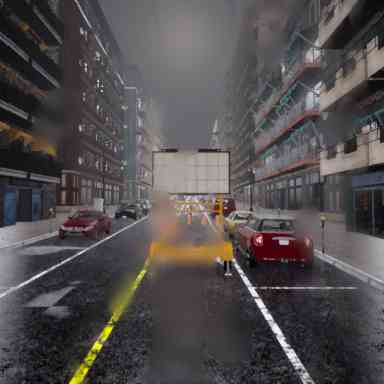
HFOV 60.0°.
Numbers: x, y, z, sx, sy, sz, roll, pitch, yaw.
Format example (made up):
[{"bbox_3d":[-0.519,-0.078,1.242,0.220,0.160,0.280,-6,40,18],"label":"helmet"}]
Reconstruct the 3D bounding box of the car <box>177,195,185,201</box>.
[{"bbox_3d":[-2.747,1.595,84.866,1.812,1.442,4.674,0,0,0],"label":"car"}]

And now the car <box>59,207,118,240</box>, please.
[{"bbox_3d":[-5.290,1.593,16.978,1.802,1.307,4.206,2,0,0],"label":"car"}]

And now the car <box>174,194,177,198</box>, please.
[{"bbox_3d":[-5.286,1.588,79.117,1.752,1.417,4.829,2,0,0],"label":"car"}]

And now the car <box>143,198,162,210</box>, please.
[{"bbox_3d":[-5.288,1.584,45.301,2.008,1.369,4.403,2,0,0],"label":"car"}]

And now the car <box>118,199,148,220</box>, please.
[{"bbox_3d":[-5.289,1.585,28.308,1.947,1.339,4.313,2,0,0],"label":"car"}]

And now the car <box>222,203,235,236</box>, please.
[{"bbox_3d":[2.591,1.537,17.143,1.752,1.417,4.829,2,0,0],"label":"car"}]

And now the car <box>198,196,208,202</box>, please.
[{"bbox_3d":[2.593,1.614,79.281,2.008,1.369,4.403,2,0,0],"label":"car"}]

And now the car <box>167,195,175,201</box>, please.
[{"bbox_3d":[-5.285,1.595,84.782,1.752,1.417,4.829,2,0,0],"label":"car"}]

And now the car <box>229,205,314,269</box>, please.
[{"bbox_3d":[2.594,1.448,11.309,1.967,1.590,4.097,2,0,0],"label":"car"}]

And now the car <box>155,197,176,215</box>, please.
[{"bbox_3d":[-2.849,1.549,34.357,1.812,1.442,4.674,0,0,0],"label":"car"}]

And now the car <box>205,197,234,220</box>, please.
[{"bbox_3d":[2.598,1.334,28.302,2.192,1.841,5.009,2,0,0],"label":"car"}]

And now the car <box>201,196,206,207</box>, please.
[{"bbox_3d":[2.593,1.558,45.466,1.752,1.417,4.829,2,0,0],"label":"car"}]

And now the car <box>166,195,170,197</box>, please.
[{"bbox_3d":[-5.287,1.586,56.631,1.887,1.381,4.507,2,0,0],"label":"car"}]

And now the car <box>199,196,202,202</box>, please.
[{"bbox_3d":[2.592,1.608,56.625,1.947,1.339,4.313,2,0,0],"label":"car"}]

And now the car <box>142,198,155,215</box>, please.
[{"bbox_3d":[-5.284,1.464,33.972,1.967,1.590,4.097,2,0,0],"label":"car"}]

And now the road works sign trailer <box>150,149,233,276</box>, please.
[{"bbox_3d":[-0.022,0.471,10.383,2.380,3.560,2.880,0,0,0],"label":"road works sign trailer"}]

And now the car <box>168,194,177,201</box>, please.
[{"bbox_3d":[-5.277,1.392,90.617,2.192,1.841,5.009,2,0,0],"label":"car"}]

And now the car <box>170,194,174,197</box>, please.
[{"bbox_3d":[-5.286,1.596,67.960,1.887,1.381,4.507,2,0,0],"label":"car"}]
